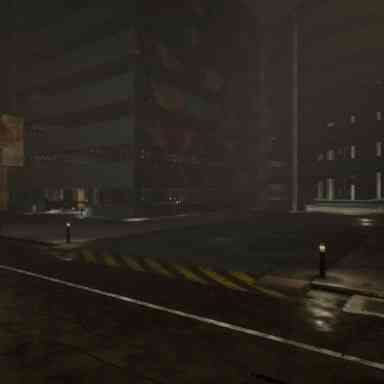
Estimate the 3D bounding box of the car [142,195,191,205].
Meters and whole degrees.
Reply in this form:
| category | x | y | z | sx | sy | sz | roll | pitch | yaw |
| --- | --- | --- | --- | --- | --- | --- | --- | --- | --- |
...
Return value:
| category | x | y | z | sx | sy | sz | roll | pitch | yaw |
| --- | --- | --- | --- | --- | --- | --- | --- | --- | --- |
| car | -2.712 | 1.320 | 34.498 | 4.674 | 1.452 | 2.002 | 0 | 0 | 35 |

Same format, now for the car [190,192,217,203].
| category | x | y | z | sx | sy | sz | roll | pitch | yaw |
| --- | --- | --- | --- | --- | --- | --- | --- | --- | --- |
| car | 1.944 | 1.029 | 63.001 | 5.566 | 2.045 | 2.435 | 0 | 0 | 35 |

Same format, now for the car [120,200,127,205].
| category | x | y | z | sx | sy | sz | roll | pitch | yaw |
| --- | --- | --- | --- | --- | --- | --- | --- | --- | --- |
| car | -8.033 | 1.463 | 47.401 | 4.718 | 1.301 | 1.895 | 0 | 0 | 35 |

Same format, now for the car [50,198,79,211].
| category | x | y | z | sx | sy | sz | roll | pitch | yaw |
| --- | --- | --- | --- | --- | --- | --- | --- | --- | --- |
| car | -15.056 | 1.413 | 38.158 | 4.786 | 1.482 | 2.161 | 0 | 0 | 35 |
